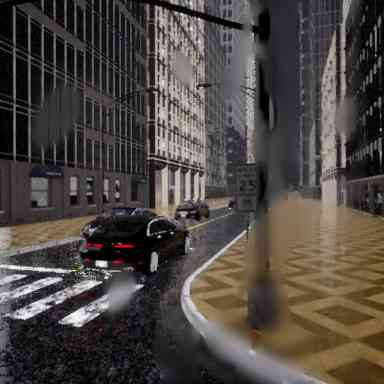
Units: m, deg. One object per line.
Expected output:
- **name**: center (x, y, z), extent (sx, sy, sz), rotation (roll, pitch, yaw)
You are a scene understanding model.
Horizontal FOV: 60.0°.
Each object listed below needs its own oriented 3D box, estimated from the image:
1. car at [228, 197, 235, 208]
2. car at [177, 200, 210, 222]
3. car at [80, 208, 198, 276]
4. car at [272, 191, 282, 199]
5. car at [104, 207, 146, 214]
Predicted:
- **car**: center (6.373, 1.433, 46.596), extent (2.033, 1.411, 5.357), rotation (0, 0, 18)
- **car**: center (0.083, 1.428, 26.127), extent (2.128, 1.511, 4.902), rotation (0, 0, 17)
- **car**: center (-1.467, 1.472, 10.311), extent (1.837, 1.490, 4.892), rotation (0, 0, 17)
- **car**: center (22.970, 1.284, 90.998), extent (2.128, 1.511, 4.902), rotation (0, 0, 17)
- **car**: center (-3.142, 1.453, 15.484), extent (2.128, 1.511, 4.902), rotation (0, 0, 17)
